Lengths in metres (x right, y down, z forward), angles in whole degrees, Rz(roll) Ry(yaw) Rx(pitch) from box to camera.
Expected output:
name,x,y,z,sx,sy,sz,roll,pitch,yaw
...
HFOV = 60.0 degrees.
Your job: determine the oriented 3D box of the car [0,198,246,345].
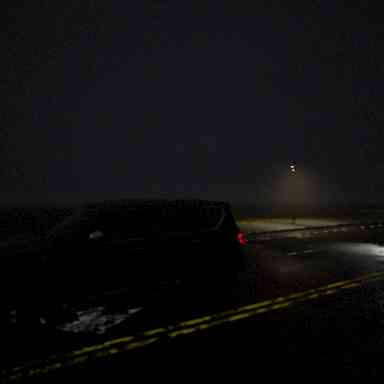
name,x,y,z,sx,sy,sz,roll,pitch,yaw
car,-1.431,1.171,6.618,5.566,2.045,2.150,0,0,-34
